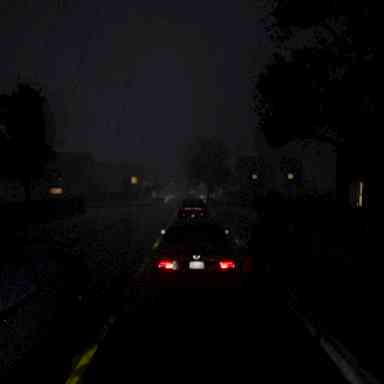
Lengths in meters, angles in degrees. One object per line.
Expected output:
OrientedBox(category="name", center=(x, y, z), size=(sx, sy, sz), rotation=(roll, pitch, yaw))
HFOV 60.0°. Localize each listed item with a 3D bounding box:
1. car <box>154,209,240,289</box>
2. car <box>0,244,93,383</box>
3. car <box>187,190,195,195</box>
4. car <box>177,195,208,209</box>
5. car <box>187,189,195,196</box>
OrientedBox(category="car", center=(0.085, 1.420, 8.914), size=(2.033, 1.411, 5.357), rotation=(0, 1, 0))
OrientedBox(category="car", center=(-2.859, 1.483, 4.368), size=(2.033, 1.411, 5.357), rotation=(0, 1, 0))
OrientedBox(category="car", center=(-0.160, 0.604, 80.770), size=(1.895, 1.301, 4.718), rotation=(0, 1, 0))
OrientedBox(category="car", center=(0.053, 1.183, 22.229), size=(2.128, 1.511, 4.902), rotation=(0, 1, 0))
OrientedBox(category="car", center=(-0.180, 0.159, 90.753), size=(2.097, 1.767, 4.553), rotation=(0, 0, 0))
